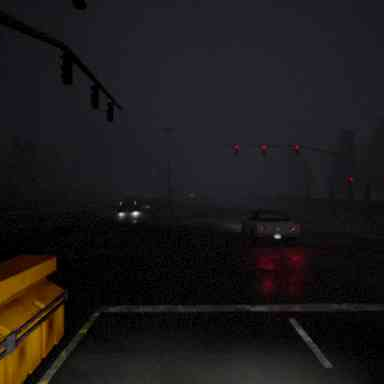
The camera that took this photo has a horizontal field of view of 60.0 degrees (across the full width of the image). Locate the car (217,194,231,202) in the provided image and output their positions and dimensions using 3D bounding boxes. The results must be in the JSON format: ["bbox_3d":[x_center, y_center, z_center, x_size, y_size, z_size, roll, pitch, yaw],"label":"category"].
[{"bbox_3d":[6.993,1.314,69.398,1.882,1.535,5.008,0,0,0],"label":"car"}]

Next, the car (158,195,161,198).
[{"bbox_3d":[-7.008,1.373,67.884,1.812,1.442,4.674,0,0,0],"label":"car"}]

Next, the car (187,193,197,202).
[{"bbox_3d":[-0.007,1.431,69.844,1.895,1.301,4.718,0,0,0],"label":"car"}]

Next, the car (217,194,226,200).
[{"bbox_3d":[6.992,1.178,79.818,1.812,1.442,4.674,0,0,0],"label":"car"}]

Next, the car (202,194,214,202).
[{"bbox_3d":[3.493,1.315,69.398,1.882,1.535,5.008,0,0,0],"label":"car"}]

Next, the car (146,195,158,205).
[{"bbox_3d":[-7.081,1.430,52.413,2.033,1.411,5.357,0,0,0],"label":"car"}]

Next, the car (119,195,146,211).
[{"bbox_3d":[-7.093,1.267,38.840,2.097,1.767,4.553,0,0,0],"label":"car"}]

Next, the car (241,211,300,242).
[{"bbox_3d":[3.598,1.564,16.192,1.895,1.301,4.718,0,0,0],"label":"car"}]

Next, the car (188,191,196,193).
[{"bbox_3d":[-0.008,0.878,79.846,2.150,2.045,5.566,0,0,0],"label":"car"}]

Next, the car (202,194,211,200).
[{"bbox_3d":[3.492,1.206,79.817,1.994,1.385,4.181,0,0,0],"label":"car"}]
